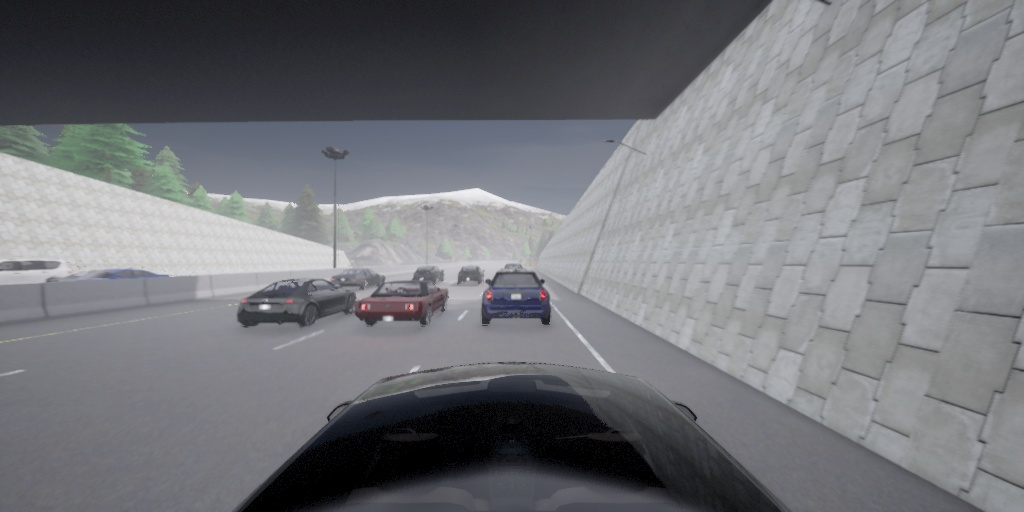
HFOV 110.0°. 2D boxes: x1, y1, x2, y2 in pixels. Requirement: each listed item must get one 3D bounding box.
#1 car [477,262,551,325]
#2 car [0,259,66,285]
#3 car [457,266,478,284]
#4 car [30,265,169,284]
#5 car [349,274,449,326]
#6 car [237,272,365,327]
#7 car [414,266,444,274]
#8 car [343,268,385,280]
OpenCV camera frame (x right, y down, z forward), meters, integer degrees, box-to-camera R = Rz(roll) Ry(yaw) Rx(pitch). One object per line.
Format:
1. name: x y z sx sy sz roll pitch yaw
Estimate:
1. car: 0.109 1.213 12.529 2.097 1.767 4.553 0 0 0
2. car: -28.088 1.157 19.700 2.150 2.045 5.566 0 -1 0
3. car: -3.382 1.542 29.997 1.837 1.490 4.892 0 -1 0
4. car: -21.089 1.403 18.969 1.882 1.535 5.008 0 -1 0
5. car: -3.394 1.456 12.075 1.895 1.301 4.718 0 -1 0
6. car: -6.893 1.418 12.009 1.994 1.385 4.181 0 -1 0
7. car: -6.881 1.542 29.986 1.837 1.490 4.892 0 -1 0
8. car: -10.385 1.529 24.533 2.033 1.411 5.357 0 -1 0
